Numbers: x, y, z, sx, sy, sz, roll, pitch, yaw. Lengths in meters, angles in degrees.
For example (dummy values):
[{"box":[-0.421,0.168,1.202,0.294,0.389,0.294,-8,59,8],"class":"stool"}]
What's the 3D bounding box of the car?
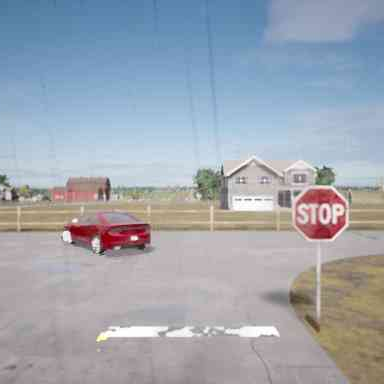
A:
[{"box":[-3.620,1.503,13.598,1.882,1.535,5.008,1,-1,-40],"class":"car"}]
